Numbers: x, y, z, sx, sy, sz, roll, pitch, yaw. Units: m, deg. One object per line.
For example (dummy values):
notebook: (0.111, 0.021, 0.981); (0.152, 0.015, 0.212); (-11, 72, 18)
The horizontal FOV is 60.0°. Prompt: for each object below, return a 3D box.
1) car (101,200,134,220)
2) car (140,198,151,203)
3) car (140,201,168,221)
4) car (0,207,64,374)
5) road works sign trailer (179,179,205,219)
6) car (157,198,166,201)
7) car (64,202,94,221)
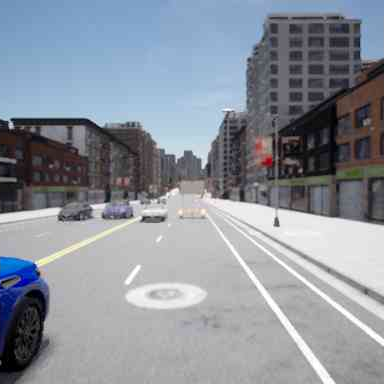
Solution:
car: (-6.587, 1.502, 29.776); (2.097, 1.767, 4.553); (0, 0, 0)
car: (-9.735, 2.021, 70.072); (1.994, 1.385, 4.181); (0, -1, 0)
car: (-3.146, 1.743, 28.725); (1.895, 1.301, 4.718); (0, 0, 0)
car: (-3.148, 1.228, 2.503); (2.150, 2.045, 5.566); (0, 0, 0)
road works sign trailer: (0.030, 0.621, 30.659); (2.380, 3.560, 2.880); (0, 0, 3)
car: (-6.484, 1.945, 71.108); (2.128, 1.511, 4.902); (0, -1, 0)
car: (-9.838, 1.645, 28.456); (1.837, 1.490, 4.892); (0, 0, 0)
